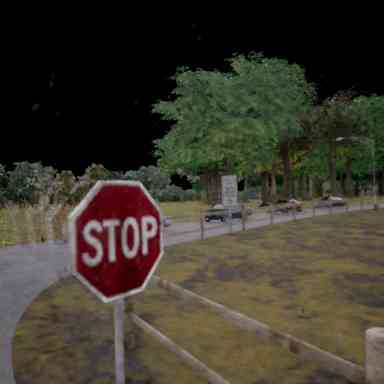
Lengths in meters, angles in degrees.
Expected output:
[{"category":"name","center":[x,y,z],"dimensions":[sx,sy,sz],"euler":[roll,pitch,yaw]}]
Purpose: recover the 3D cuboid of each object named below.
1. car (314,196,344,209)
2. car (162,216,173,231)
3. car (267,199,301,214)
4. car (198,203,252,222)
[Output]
[{"category":"car","center":[16.743,1.273,40.405],"dimensions":[4.674,1.442,1.812],"euler":[-1,-1,-40]},{"category":"car","center":[-3.271,1.672,18.341],"dimensions":[1.895,1.301,4.718],"euler":[-3,-1,37]},{"category":"car","center":[9.349,1.405,33.501],"dimensions":[1.812,1.442,4.674],"euler":[-3,-1,45]},{"category":"car","center":[2.743,1.534,26.069],"dimensions":[2.033,1.411,5.357],"euler":[-3,-1,39]}]
